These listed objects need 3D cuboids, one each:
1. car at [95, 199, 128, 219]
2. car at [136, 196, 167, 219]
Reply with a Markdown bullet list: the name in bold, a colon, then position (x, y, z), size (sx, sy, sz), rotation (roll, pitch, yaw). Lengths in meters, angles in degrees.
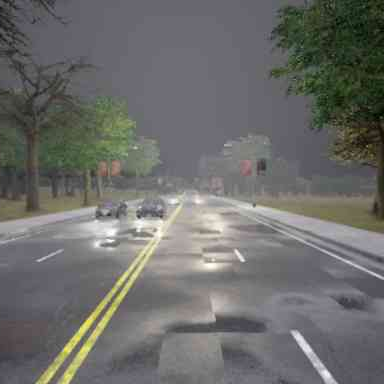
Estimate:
- **car**: position (-6.510, 1.343, 27.348), size (2.128, 1.511, 4.902), rotation (0, 0, 0)
- **car**: position (-3.259, 1.200, 27.454), size (2.097, 1.767, 4.553), rotation (0, 0, 0)
